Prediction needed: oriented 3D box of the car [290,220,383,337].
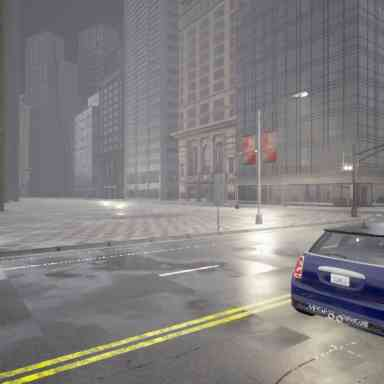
[{"bbox_3d":[3.974,1.352,6.293,4.553,1.767,2.097,0,0,-36],"label":"car"}]
